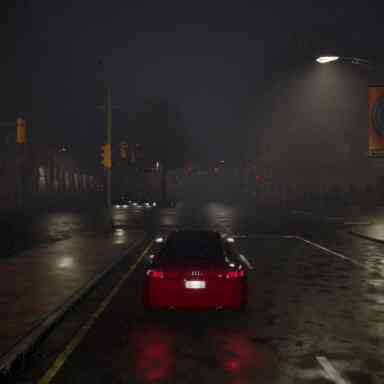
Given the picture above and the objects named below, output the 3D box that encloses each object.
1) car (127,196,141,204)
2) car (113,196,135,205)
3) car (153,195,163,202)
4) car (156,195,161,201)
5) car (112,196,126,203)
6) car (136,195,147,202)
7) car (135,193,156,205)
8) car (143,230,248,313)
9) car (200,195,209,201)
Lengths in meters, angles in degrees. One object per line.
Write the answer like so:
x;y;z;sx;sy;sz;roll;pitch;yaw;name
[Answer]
-11.565;1.564;66.178;1.994;1.385;4.181;0;0;0;car
-11.615;1.564;56.884;1.994;1.385;4.181;0;0;0;car
-8.045;1.500;78.602;1.837;1.490;4.892;0;0;0;car
-8.044;1.601;68.399;1.895;1.301;4.718;0;0;0;car
-14.789;1.595;67.840;1.895;1.301;4.718;0;0;0;car
-11.544;1.478;76.597;1.882;1.535;5.008;0;0;0;car
-8.114;1.221;58.599;2.150;2.045;5.566;0;0;0;car
0.070;1.564;7.736;1.994;1.385;4.181;0;0;0;car
3.450;1.553;87.123;1.994;1.385;4.181;0;0;0;car
